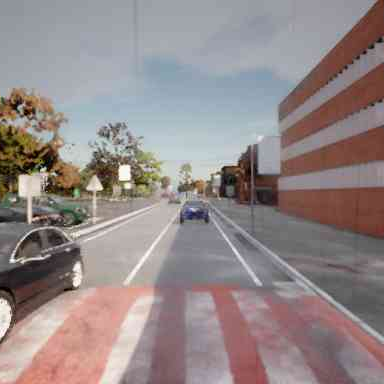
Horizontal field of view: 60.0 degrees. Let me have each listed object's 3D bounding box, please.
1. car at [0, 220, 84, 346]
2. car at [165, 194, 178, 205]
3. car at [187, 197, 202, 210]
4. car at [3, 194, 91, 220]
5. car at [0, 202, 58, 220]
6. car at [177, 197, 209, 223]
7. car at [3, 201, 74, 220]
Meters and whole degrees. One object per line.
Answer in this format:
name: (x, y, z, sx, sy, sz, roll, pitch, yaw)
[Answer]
car: (-3.346, 1.311, 5.724, 1.837, 1.490, 4.892, 0, -4, 0)
car: (-2.945, 1.445, 55.998, 1.994, 1.385, 4.181, 0, 0, 1)
car: (0.295, 1.433, 42.966, 1.837, 1.490, 4.892, 0, 0, 1)
car: (-9.506, 1.143, 21.672, 5.566, 2.045, 2.435, 0, 0, 0)
car: (-9.495, 1.411, 16.020, 5.008, 1.535, 2.097, 0, 0, 0)
car: (0.172, 1.335, 25.645, 2.097, 1.767, 4.553, 0, 0, 0)
car: (-9.515, 1.443, 18.848, 4.674, 1.452, 2.002, 0, 0, 0)
